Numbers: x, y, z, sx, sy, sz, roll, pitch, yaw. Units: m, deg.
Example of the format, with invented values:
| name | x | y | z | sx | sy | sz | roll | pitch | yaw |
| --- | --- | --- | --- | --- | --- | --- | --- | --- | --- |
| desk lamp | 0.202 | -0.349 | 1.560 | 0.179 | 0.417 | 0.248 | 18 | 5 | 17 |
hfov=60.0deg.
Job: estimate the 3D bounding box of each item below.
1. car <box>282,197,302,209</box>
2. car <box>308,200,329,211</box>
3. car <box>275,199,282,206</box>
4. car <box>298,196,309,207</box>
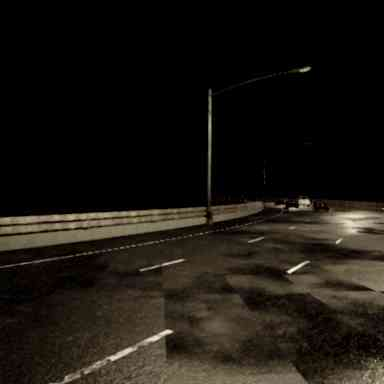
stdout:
| name | x | y | z | sx | sy | sz | roll | pitch | yaw |
| --- | --- | --- | --- | --- | --- | --- | --- | --- | --- |
| car | 16.570 | 2.006 | 55.189 | 1.837 | 1.490 | 4.892 | 1 | -1 | 11 |
| car | 18.889 | 2.035 | 49.015 | 2.033 | 1.411 | 5.357 | 1 | 0 | 13 |
| car | 18.217 | 2.119 | 67.483 | 2.128 | 1.511 | 4.902 | 1 | 0 | 1 |
| car | 21.545 | 1.839 | 65.456 | 2.150 | 2.045 | 5.566 | 1 | 0 | 4 |
